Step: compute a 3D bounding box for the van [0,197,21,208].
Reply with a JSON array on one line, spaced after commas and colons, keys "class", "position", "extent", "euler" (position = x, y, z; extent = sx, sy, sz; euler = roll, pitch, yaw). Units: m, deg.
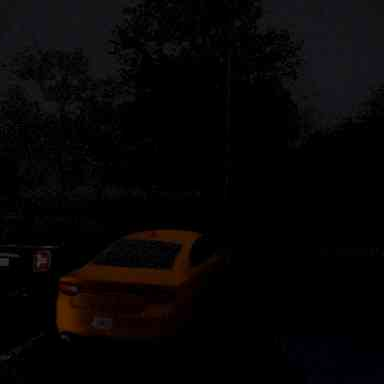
[{"class": "van", "position": [-7.728, 1.169, 11.611], "extent": [1.878, 1.987, 4.442], "euler": [0, 0, 14]}]

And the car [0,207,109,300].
[{"class": "car", "position": [-2.882, 1.308, 8.082], "extent": [2.185, 1.767, 4.553], "euler": [0, 0, 15]}]

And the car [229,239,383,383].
[{"class": "car", "position": [1.980, 1.508, 4.658], "extent": [2.163, 1.488, 4.792], "euler": [1, 0, 15]}]

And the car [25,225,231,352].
[{"class": "car", "position": [-0.442, 1.456, 6.400], "extent": [2.097, 1.535, 5.008], "euler": [0, 0, 15]}]
